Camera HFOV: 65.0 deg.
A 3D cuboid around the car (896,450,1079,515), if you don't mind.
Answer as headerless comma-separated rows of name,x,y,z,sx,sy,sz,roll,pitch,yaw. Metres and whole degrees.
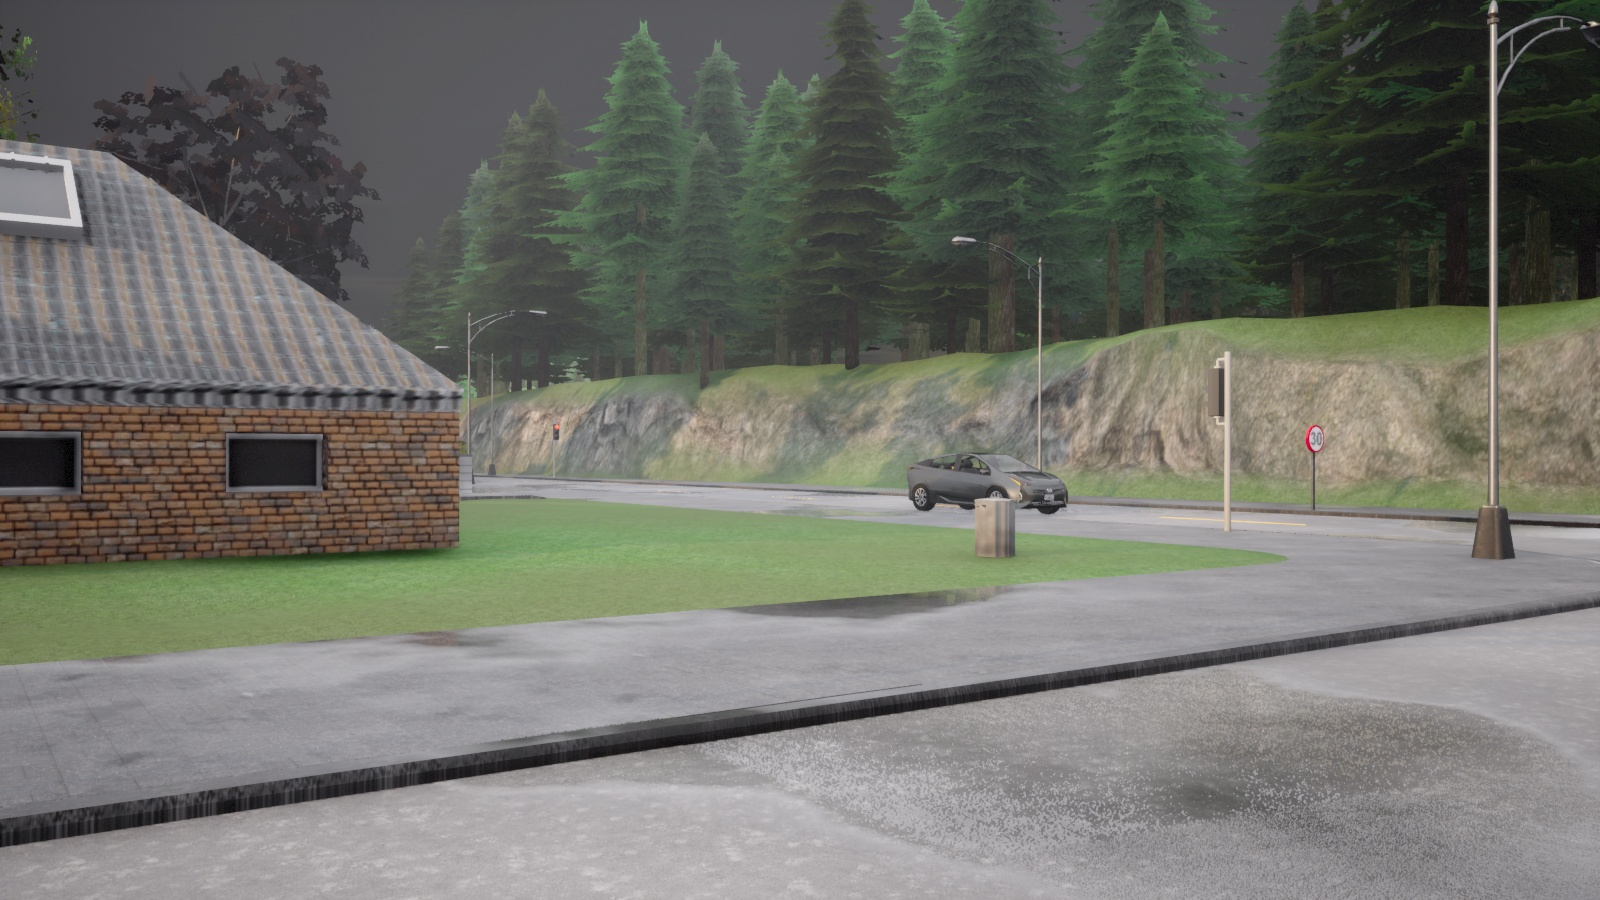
car,4.616,0.759,31.520,2.007,1.525,4.514,0,0,-35
